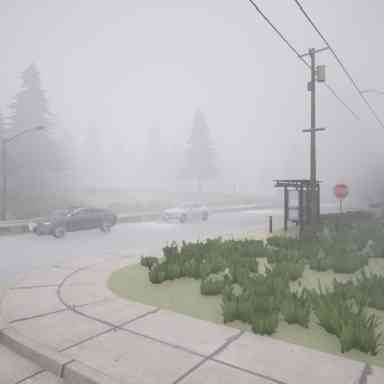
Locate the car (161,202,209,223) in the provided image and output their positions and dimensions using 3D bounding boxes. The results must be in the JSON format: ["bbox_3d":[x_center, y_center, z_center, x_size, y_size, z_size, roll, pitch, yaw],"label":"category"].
[{"bbox_3d":[-0.399,1.527,25.904,1.812,1.442,4.674,0,0,36],"label":"car"}]

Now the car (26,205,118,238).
[{"bbox_3d":[-6.246,1.492,17.832,2.128,1.511,4.902,0,0,36],"label":"car"}]

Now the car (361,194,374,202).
[{"bbox_3d":[40.347,1.356,76.520,2.097,1.767,4.553,0,0,36],"label":"car"}]
